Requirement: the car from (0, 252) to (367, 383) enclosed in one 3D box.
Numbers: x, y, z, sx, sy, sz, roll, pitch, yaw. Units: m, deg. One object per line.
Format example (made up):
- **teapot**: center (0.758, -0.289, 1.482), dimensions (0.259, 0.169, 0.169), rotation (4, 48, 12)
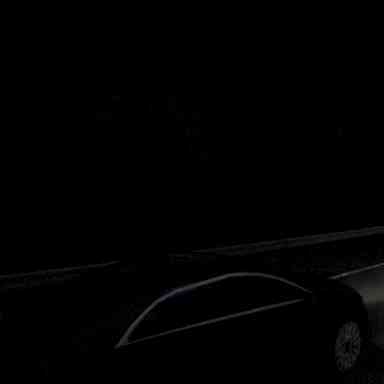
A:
- **car**: center (0.192, 1.498, 3.939), dimensions (4.902, 1.511, 2.128), rotation (0, 0, -36)
